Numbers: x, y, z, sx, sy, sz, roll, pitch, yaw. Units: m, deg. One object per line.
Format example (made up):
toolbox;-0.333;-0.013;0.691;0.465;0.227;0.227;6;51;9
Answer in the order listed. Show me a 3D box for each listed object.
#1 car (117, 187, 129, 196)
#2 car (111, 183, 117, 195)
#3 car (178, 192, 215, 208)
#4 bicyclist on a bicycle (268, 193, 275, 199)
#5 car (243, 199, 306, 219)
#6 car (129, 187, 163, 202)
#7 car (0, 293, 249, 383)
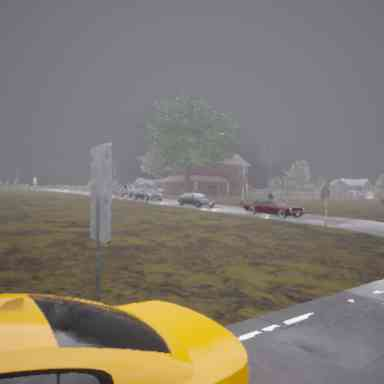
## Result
car;-9.441;0.041;51.820;1.812;1.442;4.674;1;2;-35
car;-15.132;-0.591;59.666;2.150;2.045;5.566;1;1;-36
car;0.354;0.754;33.184;1.812;1.442;4.674;1;2;-36
bicyclist on a bicycle;7.847;0.924;33.003;1.656;1.620;0.582;1;1;-36
car;6.148;1.197;25.098;1.895;1.301;4.718;1;2;-36
car;-5.501;0.217;41.360;2.097;1.767;4.553;1;2;-36
car;-1.871;1.471;1.728;5.008;1.535;1.882;1;0;-36
